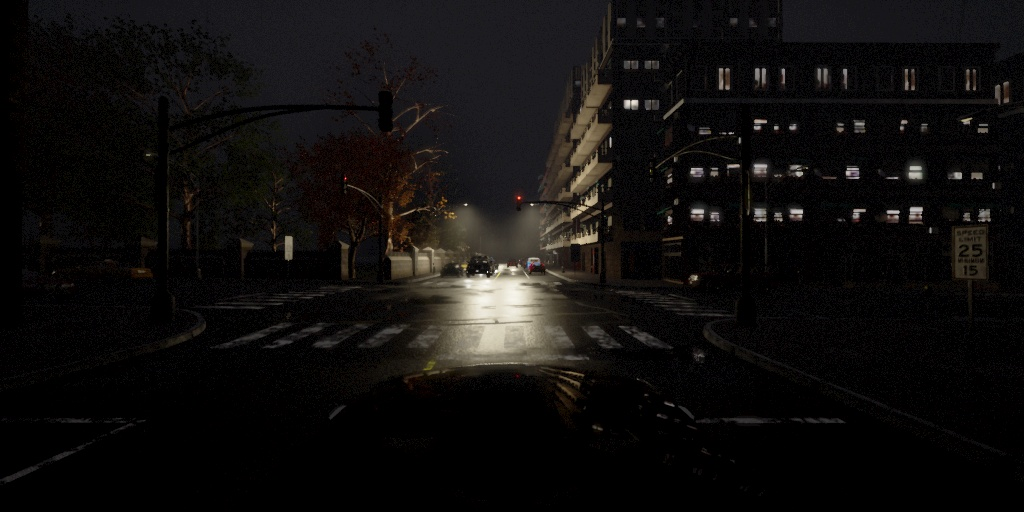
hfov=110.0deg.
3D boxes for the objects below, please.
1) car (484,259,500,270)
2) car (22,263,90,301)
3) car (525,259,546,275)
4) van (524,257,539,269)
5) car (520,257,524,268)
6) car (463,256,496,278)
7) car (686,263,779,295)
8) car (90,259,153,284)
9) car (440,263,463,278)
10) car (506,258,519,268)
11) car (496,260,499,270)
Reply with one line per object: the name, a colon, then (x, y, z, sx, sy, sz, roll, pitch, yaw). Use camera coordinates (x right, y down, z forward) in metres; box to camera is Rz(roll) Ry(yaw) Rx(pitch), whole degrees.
car: (-3.019, 1.279, 54.970, 2.128, 1.511, 4.902, 0, 0, 0)
car: (-18.947, 1.007, 13.319, 4.207, 1.307, 1.802, 0, 0, 0)
car: (2.741, 1.314, 39.951, 1.888, 1.381, 4.507, 0, 0, 0)
van: (2.749, 1.116, 45.581, 1.690, 1.789, 3.998, 0, 0, 0)
car: (2.764, 1.230, 56.842, 1.967, 1.591, 4.097, 0, 0, 0)
car: (-3.042, 0.986, 34.619, 2.150, 2.045, 5.566, 0, 0, 1)
car: (13.476, 1.353, 21.966, 5.009, 1.841, 2.192, 0, 0, 0)
car: (-24.717, 0.883, 21.652, 4.829, 1.417, 1.751, 0, 0, 0)
car: (-5.647, 1.330, 34.332, 1.948, 1.339, 4.313, 0, 0, 0)
car: (0.080, 1.304, 62.625, 1.837, 1.490, 4.892, 0, 0, 0)
car: (-3.040, 1.322, 44.871, 2.033, 1.411, 5.357, 0, 0, 0)
